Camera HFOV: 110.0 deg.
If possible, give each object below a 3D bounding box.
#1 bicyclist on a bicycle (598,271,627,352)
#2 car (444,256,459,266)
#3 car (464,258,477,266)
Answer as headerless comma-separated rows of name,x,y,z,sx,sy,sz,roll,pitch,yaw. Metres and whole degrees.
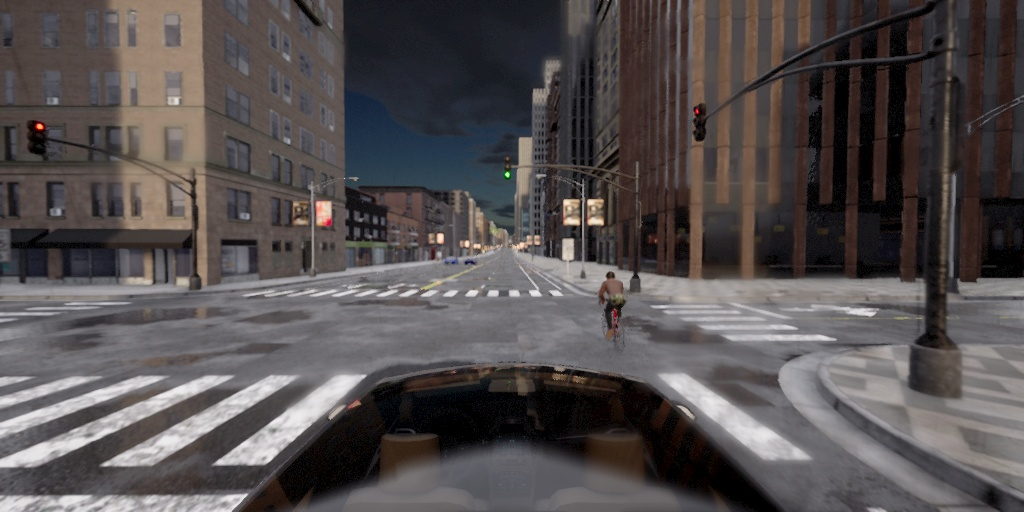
bicyclist on a bicycle,2.201,1.168,7.868,0.582,1.620,1.656,0,0,0
car,-10.154,0.798,60.128,1.882,1.535,5.008,0,0,0
car,-6.904,0.927,60.121,1.895,1.301,4.718,0,0,0
